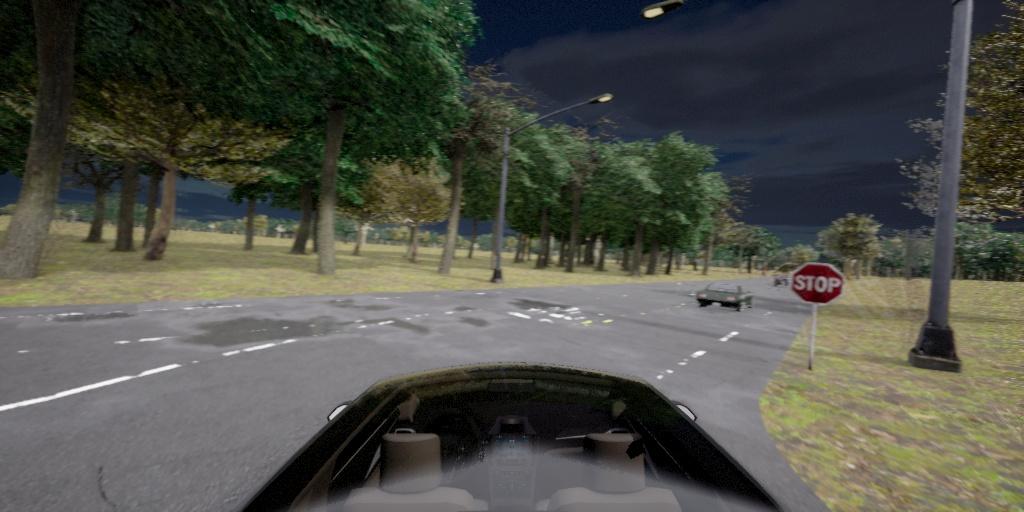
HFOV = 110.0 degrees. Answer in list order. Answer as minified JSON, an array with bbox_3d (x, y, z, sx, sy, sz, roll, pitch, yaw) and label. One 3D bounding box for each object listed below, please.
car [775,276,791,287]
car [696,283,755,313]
[{"bbox_3d":[39.153,3.659,51.631,1.812,1.442,4.674,5,1,35],"label":"car"},{"bbox_3d":[11.273,2.098,18.751,1.895,1.301,4.718,5,1,42],"label":"car"}]
